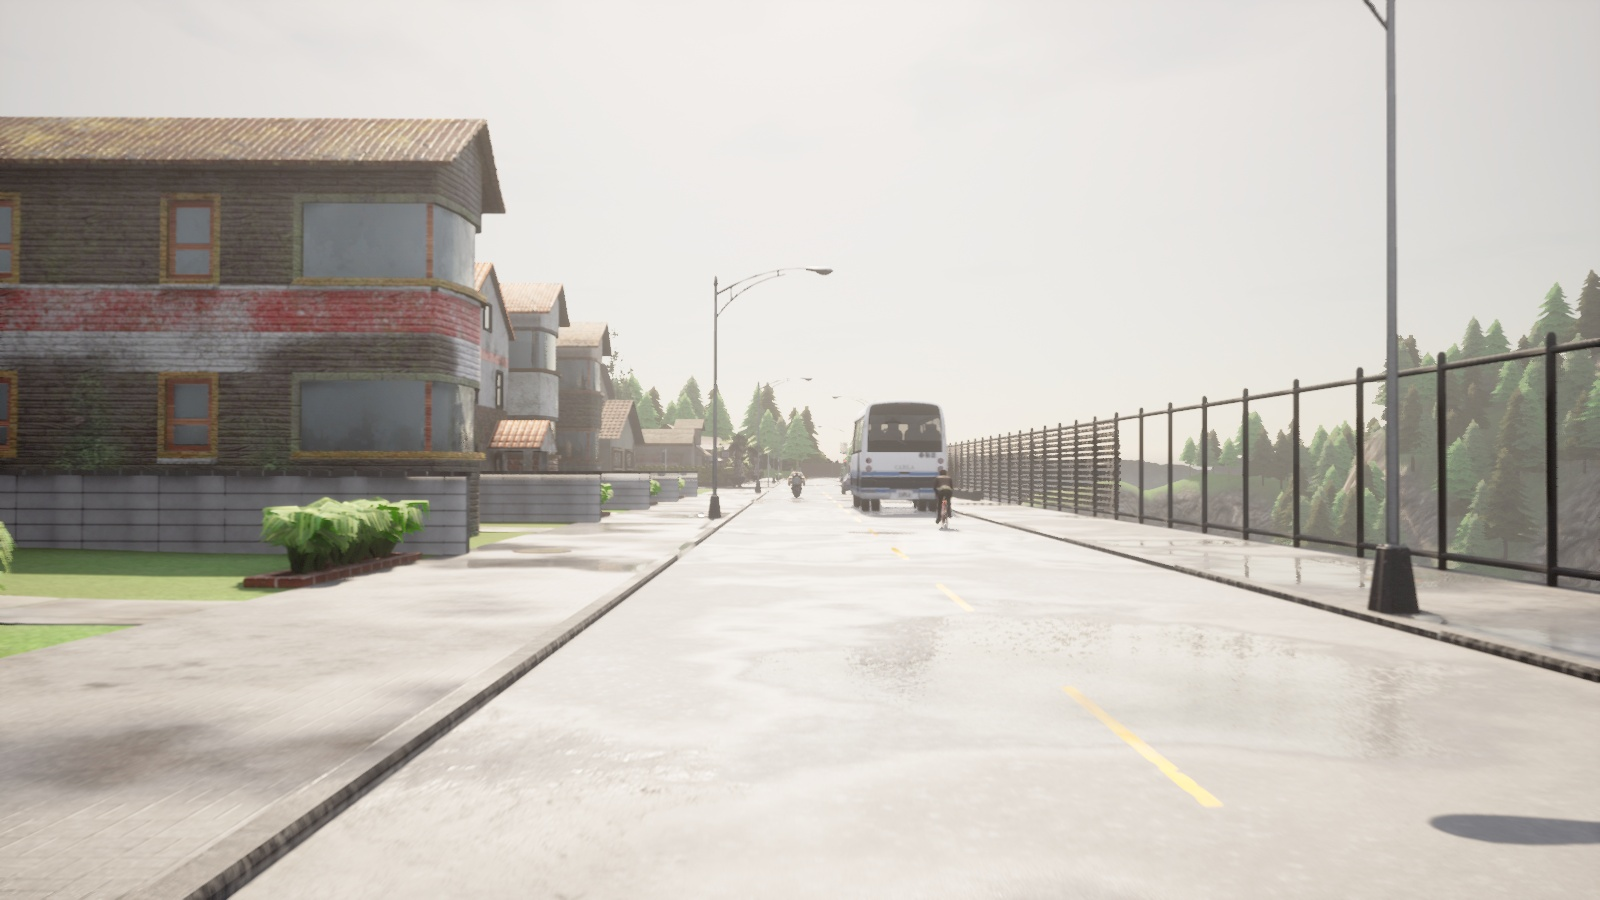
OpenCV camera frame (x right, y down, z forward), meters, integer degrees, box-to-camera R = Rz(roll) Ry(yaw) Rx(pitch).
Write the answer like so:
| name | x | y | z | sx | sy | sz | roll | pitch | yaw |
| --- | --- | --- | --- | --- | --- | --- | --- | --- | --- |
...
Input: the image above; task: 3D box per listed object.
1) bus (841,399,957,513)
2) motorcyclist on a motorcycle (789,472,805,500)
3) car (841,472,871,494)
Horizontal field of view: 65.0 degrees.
| name | x | y | z | sx | sy | sz | roll | pitch | yaw |
| --- | --- | --- | --- | --- | --- | --- | --- | --- | --- |
| bus | 3.868 | 0.296 | 52.164 | 3.944 | 4.253 | 10.273 | 0 | -1 | 0 |
| motorcyclist on a motorcycle | -0.174 | 2.055 | 71.948 | 0.866 | 1.530 | 2.191 | 0 | -1 | 0 |
| car | 3.789 | 2.264 | 85.958 | 1.812 | 1.442 | 4.674 | 0 | -1 | 0 |
